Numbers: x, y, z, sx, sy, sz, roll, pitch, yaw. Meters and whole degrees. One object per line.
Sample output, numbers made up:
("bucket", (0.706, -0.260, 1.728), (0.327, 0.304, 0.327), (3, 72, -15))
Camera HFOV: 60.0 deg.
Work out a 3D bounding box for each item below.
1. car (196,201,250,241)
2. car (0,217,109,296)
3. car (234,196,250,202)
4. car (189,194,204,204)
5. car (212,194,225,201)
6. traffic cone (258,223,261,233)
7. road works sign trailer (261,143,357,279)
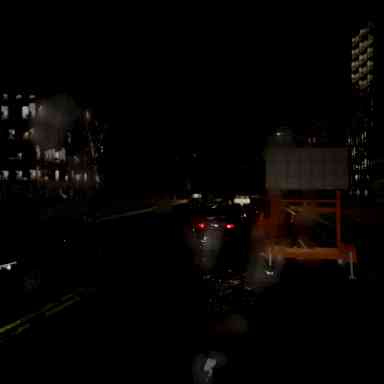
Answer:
("car", (1.486, 1.392, 15.834), (2.033, 1.411, 5.357), (0, 1, 12))
("car", (-3.834, 1.431, 8.695), (1.812, 1.442, 4.674), (0, 1, 14))
("car", (6.357, 1.171, 42.135), (1.895, 1.301, 4.718), (0, 1, 9))
("car", (0.704, 1.020, 50.083), (2.033, 1.411, 5.357), (0, 1, 7))
("car", (4.155, 0.987, 51.489), (1.812, 1.442, 4.674), (0, 1, 7))
("traffic cone", (3.547, 1.792, 17.045), (0.340, 0.580, 0.340), (0, 1, 13))
("road works sign trailer", (3.356, 0.373, 9.898), (2.380, 3.560, 2.880), (0, 1, 13))
